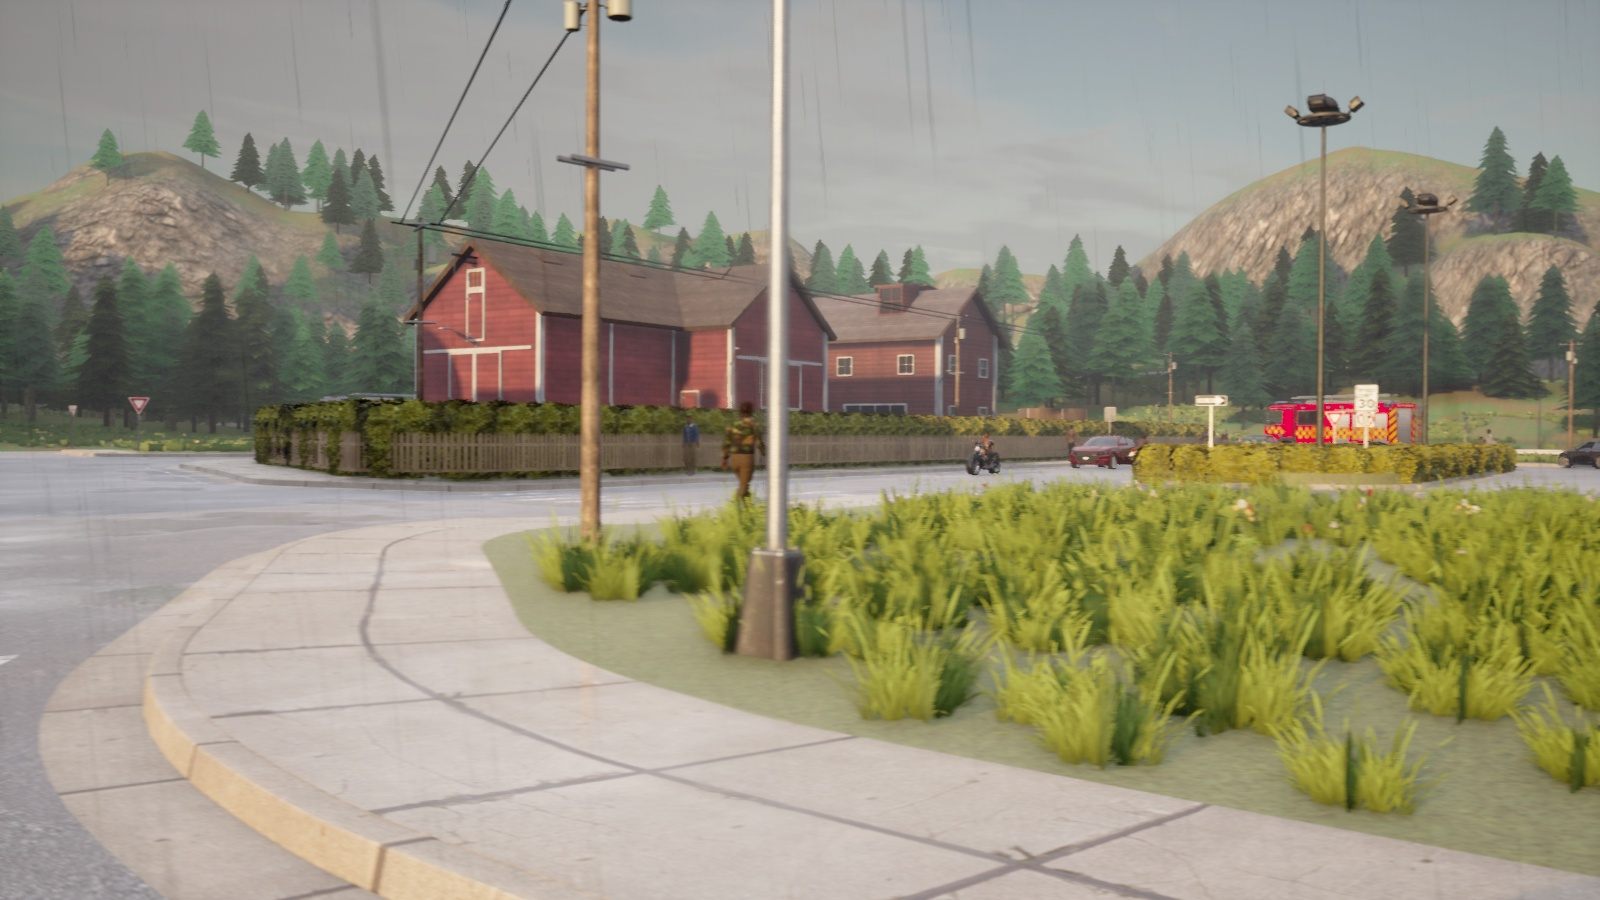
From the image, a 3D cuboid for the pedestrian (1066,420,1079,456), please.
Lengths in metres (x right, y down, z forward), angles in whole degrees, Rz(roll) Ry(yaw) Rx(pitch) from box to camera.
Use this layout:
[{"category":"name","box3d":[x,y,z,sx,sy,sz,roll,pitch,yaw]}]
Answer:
[{"category":"pedestrian","box3d":[13.509,-0.594,62.300,0.328,1.805,0.869,0,1,34]}]

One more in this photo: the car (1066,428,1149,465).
[{"category":"car","box3d":[13.636,-0.182,55.526,1.882,1.535,5.008,0,1,35]}]

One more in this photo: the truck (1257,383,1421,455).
[{"category":"truck","box3d":[30.265,-1.711,70.954,2.891,3.827,8.468,-2,1,-29]}]

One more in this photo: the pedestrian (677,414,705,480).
[{"category":"pedestrian","box3d":[-3.259,-0.083,37.568,0.423,1.949,0.788,0,1,30]}]

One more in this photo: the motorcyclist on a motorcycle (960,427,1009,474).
[{"category":"motorcyclist on a motorcycle","box3d":[6.701,-0.001,45.536,0.766,1.649,2.350,0,1,35]}]

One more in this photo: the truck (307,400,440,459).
[{"category":"truck","box3d":[-29.095,-1.415,86.079,2.891,3.827,8.468,0,1,35]}]

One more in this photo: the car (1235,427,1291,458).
[{"category":"car","box3d":[23.454,-0.396,63.529,1.789,1.549,3.705,0,1,35]}]

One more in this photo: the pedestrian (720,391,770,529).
[{"category":"pedestrian","box3d":[-0.785,0.134,18.040,0.395,1.930,0.692,0,1,28]}]

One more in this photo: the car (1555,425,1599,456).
[{"category":"car","box3d":[38.494,-0.464,60.184,1.812,1.442,4.674,0,1,0]}]
